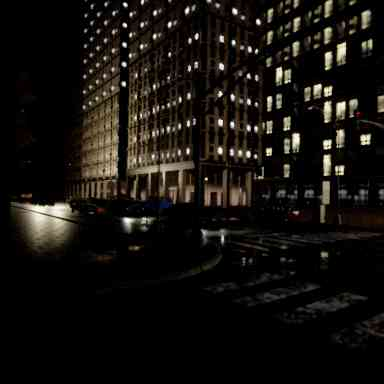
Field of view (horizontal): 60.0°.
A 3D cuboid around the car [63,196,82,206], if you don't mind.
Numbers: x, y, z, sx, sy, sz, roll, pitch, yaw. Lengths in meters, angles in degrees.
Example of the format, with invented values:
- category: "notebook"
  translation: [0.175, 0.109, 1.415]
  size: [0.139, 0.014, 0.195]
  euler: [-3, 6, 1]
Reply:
- category: "car"
  translation: [-20.272, 1.490, 56.380]
  size: [1.812, 1.442, 4.674]
  euler: [1, -1, -35]

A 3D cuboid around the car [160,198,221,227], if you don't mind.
- category: "car"
  translation: [-0.091, 1.429, 22.462]
  size: [1.882, 1.535, 5.008]
  euler: [1, -1, -35]

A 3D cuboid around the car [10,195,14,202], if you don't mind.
- category: "car"
  translation: [-36.798, 1.399, 69.899]
  size: [1.947, 1.339, 4.313]
  euler: [1, -1, -35]

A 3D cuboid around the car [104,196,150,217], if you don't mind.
- category: "car"
  translation: [-6.155, 1.414, 31.045]
  size: [1.882, 1.535, 5.008]
  euler: [1, -1, -35]

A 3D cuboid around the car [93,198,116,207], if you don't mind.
- category: "car"
  translation: [-13.652, 1.591, 51.674]
  size: [1.947, 1.339, 4.313]
  euler: [1, -1, -35]

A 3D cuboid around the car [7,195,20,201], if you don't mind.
- category: "car"
  translation: [-40.058, 1.380, 74.512]
  size: [2.008, 1.369, 4.403]
  euler: [1, -1, -35]

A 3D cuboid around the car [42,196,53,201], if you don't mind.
- category: "car"
  translation: [-36.478, 1.575, 83.960]
  size: [1.802, 1.307, 4.206]
  euler: [1, -1, -35]

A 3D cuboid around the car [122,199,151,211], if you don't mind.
- category: "car"
  translation: [-7.130, 1.589, 42.450]
  size: [2.008, 1.369, 4.403]
  euler: [1, -1, -35]

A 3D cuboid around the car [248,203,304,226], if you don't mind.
- category: "car"
  translation: [5.916, 1.510, 24.002]
  size: [1.967, 1.590, 4.097]
  euler: [2, -1, -35]

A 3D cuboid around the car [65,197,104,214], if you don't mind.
- category: "car"
  translation: [-10.711, 1.429, 33.001]
  size: [2.008, 1.369, 4.403]
  euler: [1, -1, -35]

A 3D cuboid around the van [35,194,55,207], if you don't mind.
- category: "van"
  translation: [-20.490, 1.200, 46.840]
  size: [1.690, 1.788, 3.998]
  euler: [1, -1, -35]

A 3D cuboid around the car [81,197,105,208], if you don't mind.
- category: "car"
  translation: [-14.286, 1.481, 48.005]
  size: [1.837, 1.490, 4.892]
  euler: [1, -1, -35]

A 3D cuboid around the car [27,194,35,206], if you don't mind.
- category: "car"
  translation: [-23.755, 1.435, 51.450]
  size: [1.802, 1.307, 4.206]
  euler: [1, -1, -35]

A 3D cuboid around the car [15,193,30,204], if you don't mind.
- category: "car"
  translation: [-30.272, 1.157, 60.677]
  size: [2.192, 1.841, 5.009]
  euler: [1, -1, -35]

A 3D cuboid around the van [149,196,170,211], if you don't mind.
- category: "van"
  translation: [-3.866, 1.387, 37.840]
  size: [1.690, 1.788, 3.998]
  euler: [1, -1, -35]
